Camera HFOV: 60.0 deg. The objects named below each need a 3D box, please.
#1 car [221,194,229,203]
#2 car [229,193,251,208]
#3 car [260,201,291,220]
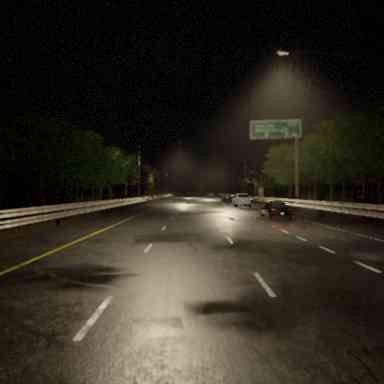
[{"bbox_3d":[7.167,1.300,69.261,2.097,1.767,4.553,0,0,0],"label":"car"},{"bbox_3d":[7.103,1.206,48.179,2.150,2.045,5.566,0,0,0],"label":"car"},{"bbox_3d":[7.041,1.520,28.154,1.812,1.442,4.674,0,0,0],"label":"car"}]
